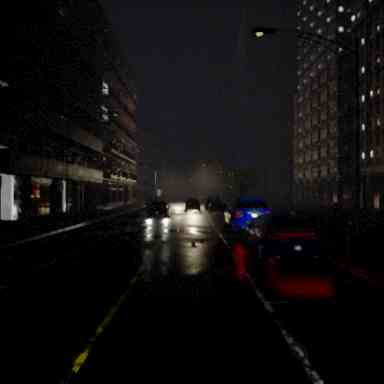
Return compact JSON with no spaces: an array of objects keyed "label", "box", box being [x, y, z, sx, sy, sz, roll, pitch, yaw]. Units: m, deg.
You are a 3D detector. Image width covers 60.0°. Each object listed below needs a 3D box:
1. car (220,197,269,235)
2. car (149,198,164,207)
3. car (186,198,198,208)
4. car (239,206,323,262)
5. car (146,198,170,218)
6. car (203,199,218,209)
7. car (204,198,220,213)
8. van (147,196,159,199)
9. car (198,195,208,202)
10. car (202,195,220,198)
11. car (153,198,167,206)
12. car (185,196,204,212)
[{"label":"car","box":[3.109,1.277,19.364,2.150,2.045,5.566,0,0,0]},{"label":"car","box":[-5.682,1.678,53.655,1.752,1.417,4.829,0,0,0]},{"label":"car","box":[0.031,1.654,52.657,1.837,1.490,4.892,0,0,1]},{"label":"car","box":[3.141,1.507,12.333,1.882,1.535,5.008,0,0,0]},{"label":"car","box":[-3.094,1.589,31.552,1.837,1.490,4.892,0,0,0]},{"label":"car","box":[2.698,1.701,48.300,1.947,1.339,4.313,0,0,0]},{"label":"car","box":[2.697,1.651,37.255,2.008,1.369,4.403,0,0,0]},{"label":"van","box":[-5.682,1.476,48.302,1.690,1.788,3.998,0,0,0]},{"label":"car","box":[2.702,1.573,81.439,2.192,1.841,5.009,0,0,0]},{"label":"car","box":[2.698,1.432,42.779,2.192,1.841,5.009,0,0,0]},{"label":"car","box":[-5.682,1.739,59.348,1.947,1.339,4.313,0,0,0]},{"label":"car","box":[0.086,1.590,41.227,1.882,1.535,5.008,0,-1,-1]}]
